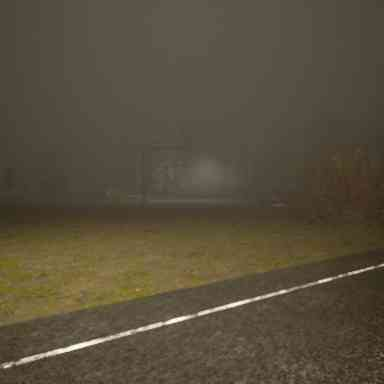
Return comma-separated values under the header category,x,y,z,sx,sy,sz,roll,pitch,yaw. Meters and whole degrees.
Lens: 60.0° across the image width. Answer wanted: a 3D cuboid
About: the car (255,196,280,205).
category,x,y,z,sx,sy,sz,roll,pitch,yaw
car,12.247,1.311,53.902,1.994,1.385,4.181,0,0,-34
